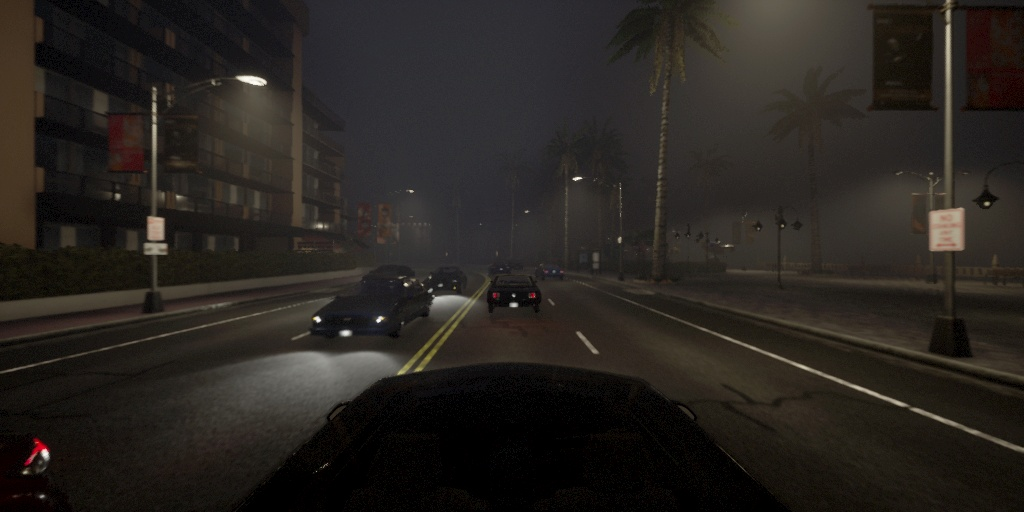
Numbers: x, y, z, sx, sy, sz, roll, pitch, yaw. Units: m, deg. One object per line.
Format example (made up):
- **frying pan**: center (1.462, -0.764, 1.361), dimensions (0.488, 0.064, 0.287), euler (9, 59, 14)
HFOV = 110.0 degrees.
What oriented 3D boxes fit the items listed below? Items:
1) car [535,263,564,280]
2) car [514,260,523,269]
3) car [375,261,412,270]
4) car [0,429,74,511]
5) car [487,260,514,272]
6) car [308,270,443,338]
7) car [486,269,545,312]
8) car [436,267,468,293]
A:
- **car**: center (3.159, 1.308, 31.017), dimensions (2.033, 1.411, 5.357), euler (0, 0, -4)
- **car**: center (0.013, 1.244, 47.472), dimensions (1.882, 1.535, 5.008), euler (0, 0, -16)
- **car**: center (-7.065, 1.236, 21.054), dimensions (1.882, 1.535, 5.008), euler (0, 0, 0)
- **car**: center (-3.591, 1.314, 0.318), dimensions (1.994, 1.385, 4.181), euler (0, 0, 0)
- **car**: center (-1.459, 1.327, 38.707), dimensions (1.994, 1.385, 4.181), euler (0, 0, -11)
- **car**: center (-3.620, 1.301, 10.469), dimensions (2.033, 1.411, 5.357), euler (0, 0, 0)
- **car**: center (0.062, 1.355, 14.264), dimensions (1.895, 1.301, 4.718), euler (0, 0, 0)
- **car**: center (-3.676, 1.321, 20.458), dimensions (1.994, 1.385, 4.181), euler (0, 0, 0)
